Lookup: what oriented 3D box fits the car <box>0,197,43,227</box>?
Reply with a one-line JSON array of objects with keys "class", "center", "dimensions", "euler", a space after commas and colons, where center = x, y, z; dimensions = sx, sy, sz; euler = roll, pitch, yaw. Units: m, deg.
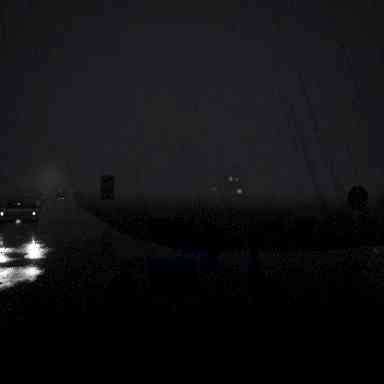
[{"class": "car", "center": [-9.926, 1.181, 19.360], "dimensions": [1.895, 1.301, 4.718], "euler": [1, 1, -24]}]

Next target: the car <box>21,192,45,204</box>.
[{"class": "car", "center": [-13.960, 0.921, 28.642], "dimensions": [1.812, 1.442, 4.674], "euler": [1, 0, -23]}]

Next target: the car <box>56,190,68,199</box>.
[{"class": "car", "center": [-23.090, 0.435, 58.998], "dimensions": [2.033, 1.411, 5.357], "euler": [1, 1, -21]}]
